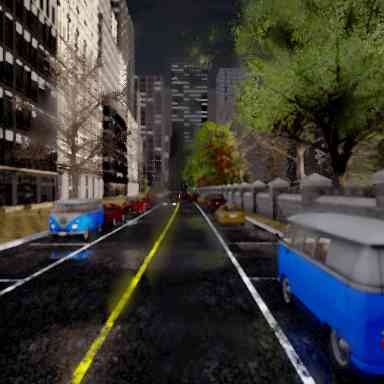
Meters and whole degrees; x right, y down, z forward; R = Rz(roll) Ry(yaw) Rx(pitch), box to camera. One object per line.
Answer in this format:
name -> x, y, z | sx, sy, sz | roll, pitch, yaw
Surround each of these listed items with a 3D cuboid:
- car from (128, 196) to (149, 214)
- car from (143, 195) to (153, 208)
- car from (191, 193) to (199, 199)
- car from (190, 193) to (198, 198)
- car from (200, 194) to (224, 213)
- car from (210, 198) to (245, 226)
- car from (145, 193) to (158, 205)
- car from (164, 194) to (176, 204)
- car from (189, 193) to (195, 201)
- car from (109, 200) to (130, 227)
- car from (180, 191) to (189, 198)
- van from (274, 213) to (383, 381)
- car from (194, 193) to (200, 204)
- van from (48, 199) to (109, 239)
car -> -5.757, 1.341, 32.888 | 1.887, 1.381, 4.507 | 0, 0, -1
car -> -5.865, 1.343, 38.437 | 1.802, 1.307, 4.206 | 0, 0, -1
car -> 0.762, 1.038, 82.963 | 1.802, 1.307, 4.206 | 0, 0, -2
car -> 0.548, 0.982, 88.508 | 1.947, 1.339, 4.313 | 0, 0, -2
car -> 2.266, 1.109, 33.052 | 2.192, 1.841, 5.009 | 0, 0, -1
car -> 2.427, 1.389, 22.128 | 1.752, 1.417, 4.829 | 0, 0, -1
car -> -6.124, 1.003, 49.527 | 2.192, 1.841, 5.009 | 0, 0, -1
car -> -3.662, 1.150, 56.011 | 1.837, 1.490, 4.892 | 0, 0, -1
car -> 0.936, 1.026, 69.779 | 1.882, 1.535, 5.008 | 0, 0, -2
car -> -5.595, 1.412, 21.794 | 1.887, 1.381, 4.507 | 0, 0, -1
car -> -1.972, 0.642, 87.518 | 2.097, 1.767, 4.553 | 0, 0, -2
van -> 2.554, 1.308, 5.324 | 1.690, 1.788, 3.998 | 0, 0, 0
car -> 1.740, 1.173, 55.408 | 1.752, 1.417, 4.829 | 0, 0, -2
van -> -5.538, 1.242, 16.246 | 1.690, 1.788, 3.998 | 0, 0, 0
